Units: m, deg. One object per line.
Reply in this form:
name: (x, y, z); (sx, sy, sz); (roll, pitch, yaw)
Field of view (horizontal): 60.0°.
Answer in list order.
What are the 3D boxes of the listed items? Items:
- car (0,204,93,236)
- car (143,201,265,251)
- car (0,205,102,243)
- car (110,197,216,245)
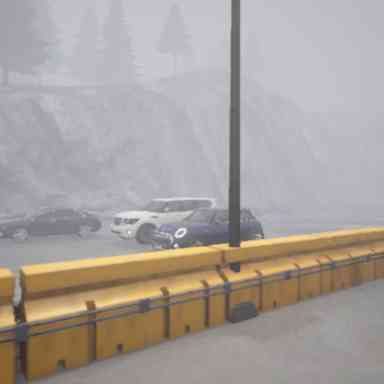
car: (-8.576, 1.507, 19.361); (4.902, 1.511, 2.128); (0, 0, -35)
car: (0.693, 1.400, 13.061); (4.553, 1.767, 2.097); (0, 0, -35)
car: (-6.908, 1.519, 16.252); (4.892, 1.490, 1.837); (0, 0, -35)
car: (-1.082, 1.268, 16.096); (5.566, 2.045, 2.150); (0, 0, -35)
